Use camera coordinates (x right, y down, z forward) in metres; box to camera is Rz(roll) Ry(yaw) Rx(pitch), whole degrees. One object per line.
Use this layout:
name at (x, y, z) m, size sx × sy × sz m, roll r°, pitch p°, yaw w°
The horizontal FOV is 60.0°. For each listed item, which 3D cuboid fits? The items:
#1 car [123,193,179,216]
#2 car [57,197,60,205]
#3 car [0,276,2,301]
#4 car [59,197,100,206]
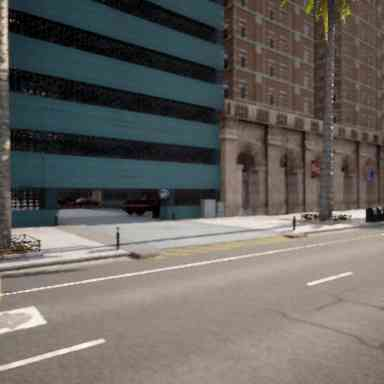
car at (-3.820, 1.116, 31.917) m, size 5.566 × 2.045 × 2.435 m, roll 0°, pitch 0°, yaw -36°
car at (-21.989, 1.557, 55.917) m, size 4.786 × 1.482 × 2.161 m, roll 0°, pitch 0°, yaw -36°
car at (-5.454, 1.487, 4.499) m, size 5.008 × 1.535 × 1.882 m, roll 0°, pitch 0°, yaw -34°
car at (-15.451, 1.584, 46.325) m, size 4.718 × 1.301 × 1.895 m, roll 0°, pitch 0°, yaw -36°
